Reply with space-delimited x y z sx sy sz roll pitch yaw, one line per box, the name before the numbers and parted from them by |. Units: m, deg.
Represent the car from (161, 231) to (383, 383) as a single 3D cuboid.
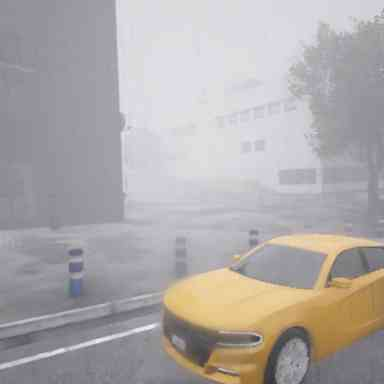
car | 1.878 1.465 5.335 5.008 1.535 1.882 0 0 -36
